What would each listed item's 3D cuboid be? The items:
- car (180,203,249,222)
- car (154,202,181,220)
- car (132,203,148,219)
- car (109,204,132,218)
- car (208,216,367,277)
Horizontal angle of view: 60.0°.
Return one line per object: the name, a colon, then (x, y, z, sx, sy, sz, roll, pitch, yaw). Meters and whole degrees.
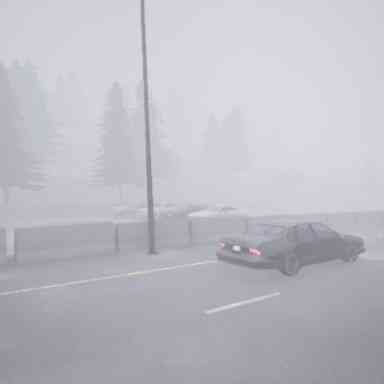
car: (1.817, 1.568, 22.473, 4.674, 1.442, 1.812, 0, 0, -35)
car: (0.034, 1.592, 25.500, 5.357, 1.411, 2.033, 0, 0, -35)
car: (-2.298, 1.568, 28.135, 4.674, 1.442, 1.812, 0, 0, -35)
car: (-5.095, 1.639, 30.441, 4.718, 1.301, 1.895, 0, 0, -35)
car: (3.243, 1.563, 10.352, 5.357, 1.411, 2.033, 0, 0, -35)
